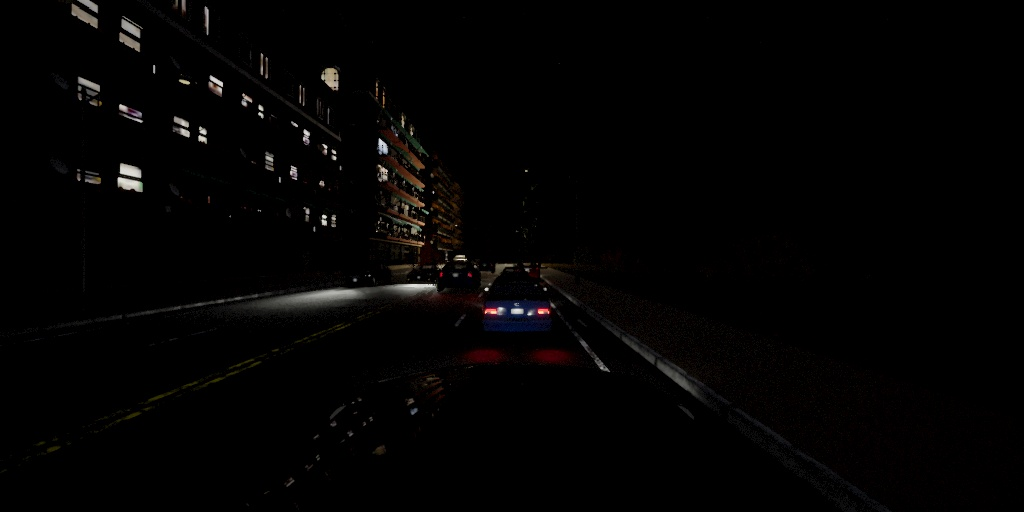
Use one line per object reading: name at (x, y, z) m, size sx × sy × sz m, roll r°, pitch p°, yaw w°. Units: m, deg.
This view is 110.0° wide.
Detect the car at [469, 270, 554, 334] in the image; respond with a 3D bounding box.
car at (0.117, 1.299, 10.613) m, size 2.033 × 1.411 × 5.357 m, roll 0°, pitch 0°, yaw 0°

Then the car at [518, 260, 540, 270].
car at (1.188, 1.104, 29.880) m, size 2.097 × 1.767 × 4.553 m, roll 0°, pitch 0°, yaw 0°

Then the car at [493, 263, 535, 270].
car at (0.128, 1.317, 20.946) m, size 1.994 × 1.385 × 4.181 m, roll 0°, pitch 0°, yaw 1°

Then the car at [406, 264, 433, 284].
car at (-6.555, 1.317, 27.198) m, size 1.994 × 1.385 × 4.181 m, roll 0°, pitch 0°, yaw 0°

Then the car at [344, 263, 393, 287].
car at (-9.809, 1.244, 24.873) m, size 2.128 × 1.511 × 4.902 m, roll 0°, pitch 0°, yaw 0°

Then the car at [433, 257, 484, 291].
car at (-3.116, 1.105, 21.901) m, size 2.097 × 1.767 × 4.553 m, roll 0°, pitch 0°, yaw 0°

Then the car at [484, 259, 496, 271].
car at (-3.085, 1.109, 43.759) m, size 2.097 × 1.767 × 4.553 m, roll 0°, pitch 0°, yaw 2°
